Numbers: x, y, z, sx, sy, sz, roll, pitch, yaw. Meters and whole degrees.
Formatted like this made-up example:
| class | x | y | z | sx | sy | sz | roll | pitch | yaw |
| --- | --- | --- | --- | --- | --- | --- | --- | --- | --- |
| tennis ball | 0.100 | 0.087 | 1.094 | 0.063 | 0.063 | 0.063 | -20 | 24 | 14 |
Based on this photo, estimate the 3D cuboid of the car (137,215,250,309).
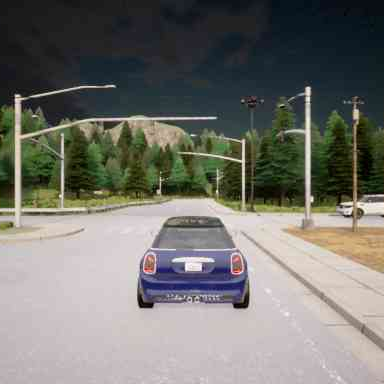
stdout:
| class | x | y | z | sx | sy | sz | roll | pitch | yaw |
| --- | --- | --- | --- | --- | --- | --- | --- | --- | --- |
| car | 0.042 | 1.349 | 8.050 | 2.097 | 1.767 | 4.553 | 0 | 0 | 0 |

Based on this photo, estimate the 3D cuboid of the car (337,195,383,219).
| class | x | y | z | sx | sy | sz | roll | pitch | yaw |
| --- | --- | --- | --- | --- | --- | --- | --- | --- | --- |
| car | 15.541 | 1.249 | 28.654 | 5.566 | 2.045 | 2.150 | 0 | 0 | 1 |
